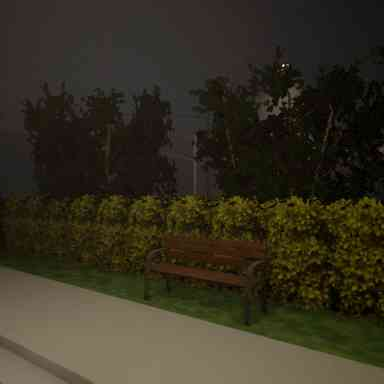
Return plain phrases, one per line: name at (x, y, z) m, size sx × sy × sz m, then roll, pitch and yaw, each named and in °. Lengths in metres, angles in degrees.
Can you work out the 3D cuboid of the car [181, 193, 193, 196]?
car at (-0.696, 0.915, 60.824) m, size 1.837 × 1.490 × 4.892 m, roll 0°, pitch 3°, yaw 35°
